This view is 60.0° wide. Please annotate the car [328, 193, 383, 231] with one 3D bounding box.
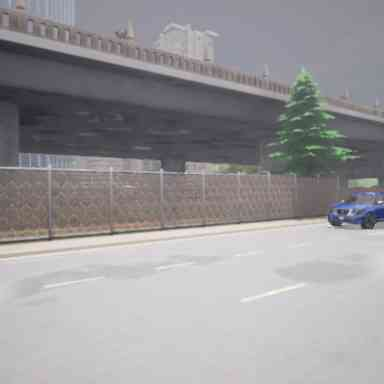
[{"bbox_3d":[10.552,1.066,19.944,5.566,2.045,2.150,-1,0,-34],"label":"car"}]
